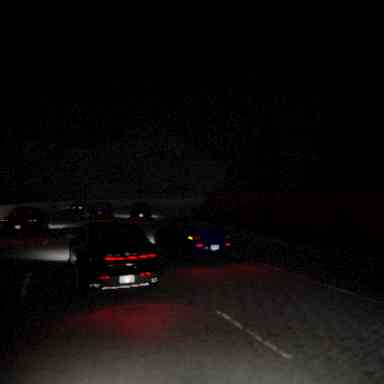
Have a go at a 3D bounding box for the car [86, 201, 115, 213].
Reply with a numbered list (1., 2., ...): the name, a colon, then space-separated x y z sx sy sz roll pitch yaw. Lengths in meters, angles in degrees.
1. car: -8.307 1.630 31.001 1.882 1.535 5.008 1 -1 -9

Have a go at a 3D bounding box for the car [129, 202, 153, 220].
1. car: -4.653 1.710 30.224 1.837 1.490 4.892 1 0 -10

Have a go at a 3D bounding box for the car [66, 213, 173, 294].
1. car: -2.280 1.553 9.093 1.837 1.490 4.892 1 0 -23

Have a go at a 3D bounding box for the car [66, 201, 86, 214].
1. car: -12.503 1.690 37.274 2.033 1.411 5.357 1 0 -4

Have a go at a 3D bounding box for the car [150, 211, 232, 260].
1. car: -0.081 1.646 13.011 1.812 1.442 4.674 1 -1 -21

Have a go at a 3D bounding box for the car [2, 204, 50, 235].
1. car: -9.264 1.549 18.738 1.812 1.442 4.674 1 0 -16
